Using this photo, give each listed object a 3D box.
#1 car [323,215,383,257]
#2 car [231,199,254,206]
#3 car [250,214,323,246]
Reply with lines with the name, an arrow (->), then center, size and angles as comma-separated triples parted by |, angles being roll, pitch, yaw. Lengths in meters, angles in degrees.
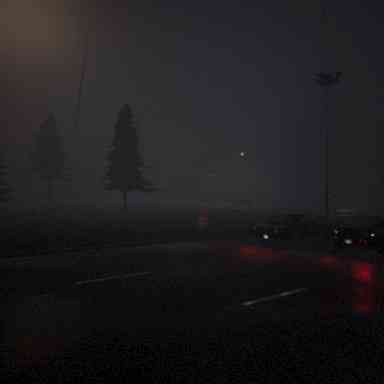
car -> 7.670, 1.662, 13.616 | 4.674, 1.442, 1.812 | 0, 0, -35
car -> 9.819, 2.042, 64.258 | 1.895, 1.301, 4.718 | 1, 0, -35
car -> 5.108, 1.732, 16.096 | 4.718, 1.301, 1.895 | 1, 0, -35
